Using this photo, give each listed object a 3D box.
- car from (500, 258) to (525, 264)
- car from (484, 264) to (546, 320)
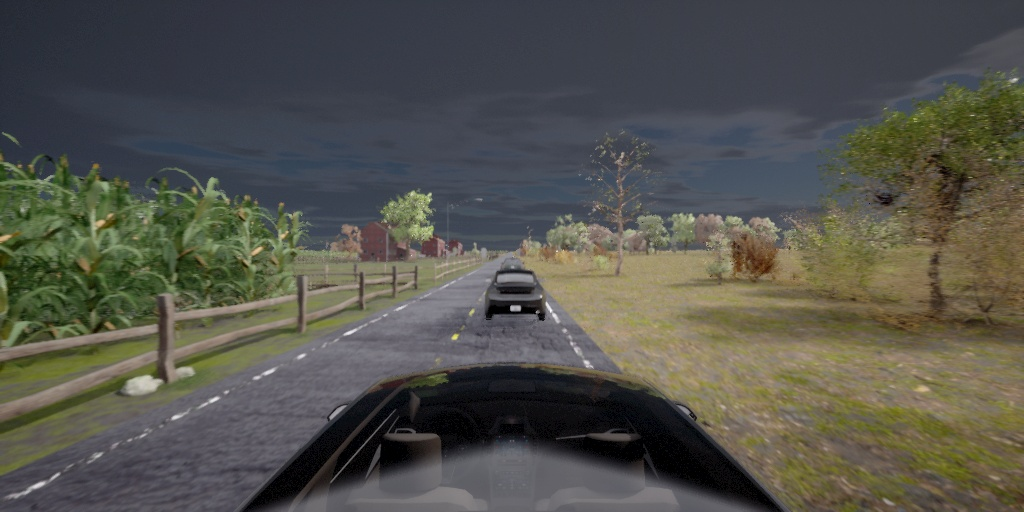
[{"bbox_3d":[0.053,0.917,31.464,2.097,1.767,4.553,0,0,0],"label":"car"},{"bbox_3d":[0.101,1.191,12.400,1.837,1.490,4.892,0,0,0],"label":"car"}]
